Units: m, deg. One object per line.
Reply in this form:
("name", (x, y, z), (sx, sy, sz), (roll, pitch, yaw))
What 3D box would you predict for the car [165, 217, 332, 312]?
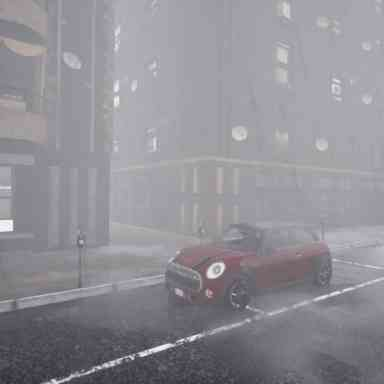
("car", (1.373, 1.442, 7.684), (4.097, 1.590, 1.967), (0, 1, -36))
